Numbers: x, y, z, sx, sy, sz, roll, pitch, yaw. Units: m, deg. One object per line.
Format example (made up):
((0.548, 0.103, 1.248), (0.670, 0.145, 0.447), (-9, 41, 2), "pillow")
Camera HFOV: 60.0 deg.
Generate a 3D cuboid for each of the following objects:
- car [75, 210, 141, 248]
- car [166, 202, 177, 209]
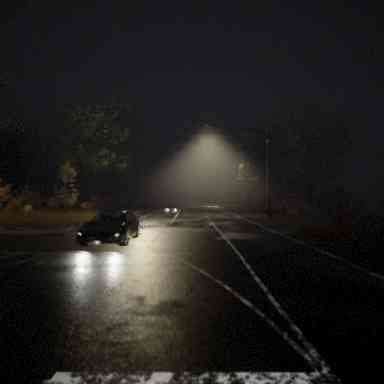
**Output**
((-3.501, 1.521, 14.968), (2.033, 1.411, 5.357), (1, -1, 0), "car")
((-3.795, 2.441, 61.660), (1.895, 1.301, 4.718), (0, -1, 0), "car")
